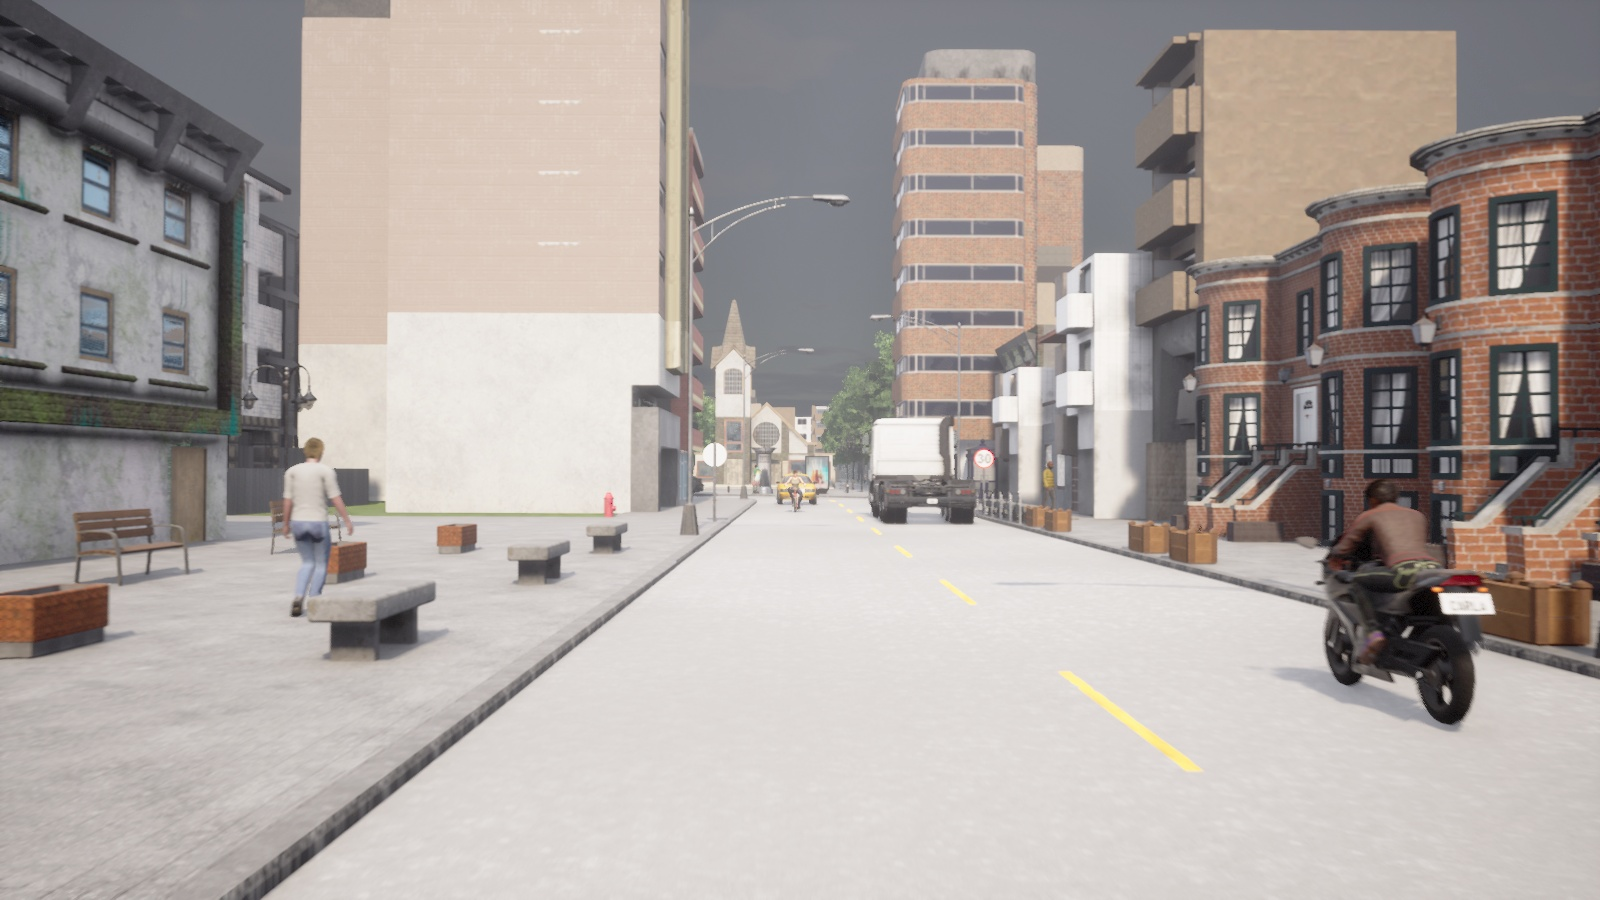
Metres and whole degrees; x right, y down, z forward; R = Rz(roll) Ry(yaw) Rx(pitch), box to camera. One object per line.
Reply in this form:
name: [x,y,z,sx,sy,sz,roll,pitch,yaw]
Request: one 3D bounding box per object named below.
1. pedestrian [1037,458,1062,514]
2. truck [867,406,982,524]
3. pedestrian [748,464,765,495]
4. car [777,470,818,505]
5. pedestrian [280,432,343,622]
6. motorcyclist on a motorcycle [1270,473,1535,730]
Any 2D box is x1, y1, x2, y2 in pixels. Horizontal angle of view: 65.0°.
pedestrian: [8.323,1.192,41.886,0.370,1.835,0.726,0,-1,-35]
truck: [3.864,0.502,40.880,2.891,3.462,7.936,0,-1,0]
pedestrian: [-2.745,1.864,79.381,0.873,1.952,0.659,-1,-1,38]
car: [-0.163,1.750,59.494,1.801,1.575,5.366,0,-1,-1]
pedestrian: [-4.874,0.754,12.555,0.354,1.836,0.706,0,-1,-1]
motorcyclist on a motorcycle: [3.980,0.924,8.523,0.797,1.523,2.044,0,-1,0]
